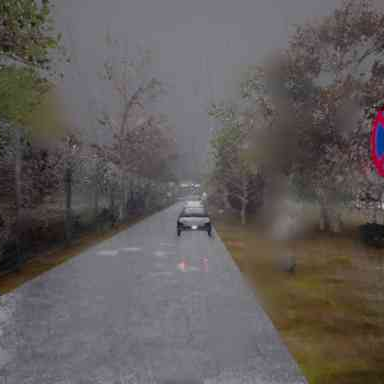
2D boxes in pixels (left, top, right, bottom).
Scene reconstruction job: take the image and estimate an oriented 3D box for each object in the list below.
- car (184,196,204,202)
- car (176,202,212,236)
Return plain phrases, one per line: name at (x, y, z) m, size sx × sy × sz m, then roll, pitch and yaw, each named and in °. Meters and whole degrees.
car at (0.202, 1.434, 38.959) m, size 2.150 × 2.045 × 5.566 m, roll 0°, pitch 0°, yaw 0°
car at (0.126, 1.569, 19.113) m, size 2.128 × 1.511 × 4.902 m, roll 0°, pitch 0°, yaw 0°
